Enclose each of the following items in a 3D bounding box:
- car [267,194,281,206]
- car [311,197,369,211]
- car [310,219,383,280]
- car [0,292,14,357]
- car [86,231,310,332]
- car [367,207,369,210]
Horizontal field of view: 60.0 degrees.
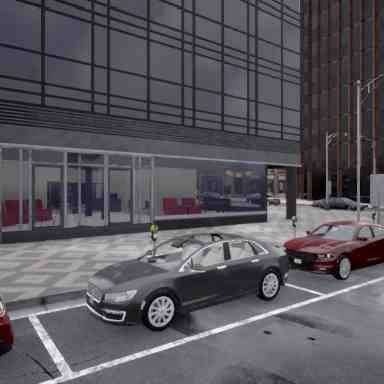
[{"bbox_3d":[9.002,0.961,42.155,1.837,1.490,4.892,0,1,-36],"label":"car"},{"bbox_3d":[14.933,1.203,33.792,2.033,1.411,5.357,0,1,-41],"label":"car"},{"bbox_3d":[4.564,1.545,9.912,4.507,1.381,1.887,0,0,-36],"label":"car"},{"bbox_3d":[-4.318,1.440,3.570,4.097,1.590,1.967,0,0,-36],"label":"car"},{"bbox_3d":[0.123,1.551,6.741,4.403,1.369,2.008,0,0,-36],"label":"car"},{"bbox_3d":[9.005,1.441,13.084,4.097,1.590,1.967,0,0,-36],"label":"car"}]
